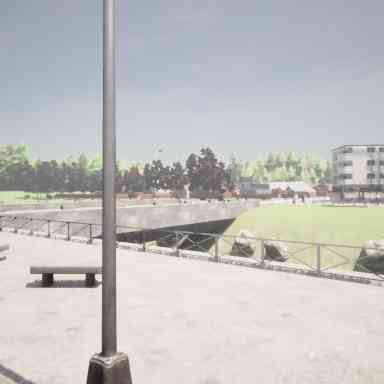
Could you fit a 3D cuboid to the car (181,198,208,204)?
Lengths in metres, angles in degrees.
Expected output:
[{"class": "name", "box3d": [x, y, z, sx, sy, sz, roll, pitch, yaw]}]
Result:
[{"class": "car", "box3d": [0.434, 1.601, 49.345, 1.895, 1.301, 4.718, 0, 0, 36]}]
